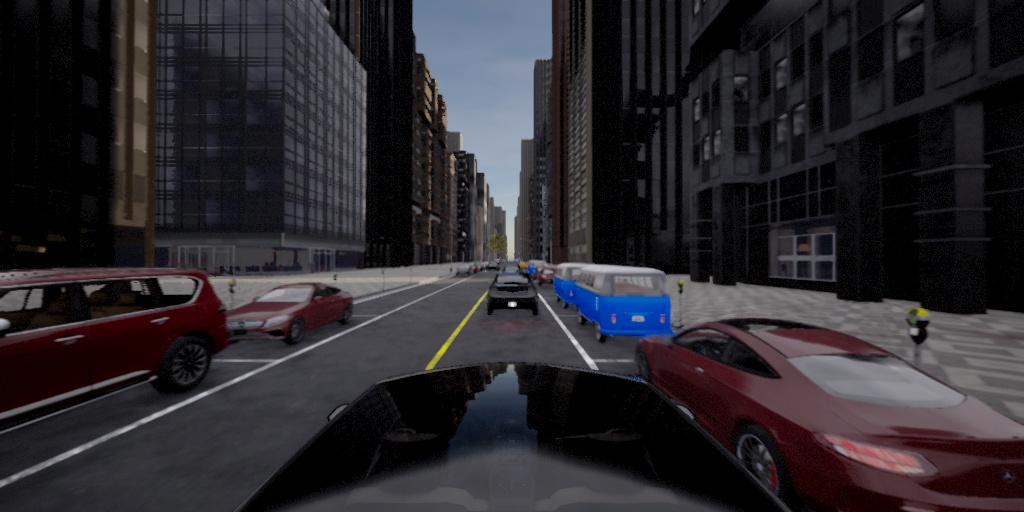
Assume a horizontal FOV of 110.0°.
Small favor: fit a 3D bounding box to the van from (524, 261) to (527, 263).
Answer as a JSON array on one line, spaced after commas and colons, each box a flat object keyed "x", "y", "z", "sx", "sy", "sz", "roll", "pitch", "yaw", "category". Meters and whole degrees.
[{"x": 2.755, "y": 1.444, "z": 43.768, "sx": 1.690, "sy": 1.789, "sz": 3.998, "roll": 0, "pitch": 0, "yaw": 0, "category": "van"}]

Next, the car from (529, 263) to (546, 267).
[{"x": 2.757, "y": 1.587, "z": 32.413, "sx": 1.802, "sy": 1.307, "sz": 4.207, "roll": 0, "pitch": 0, "yaw": 0, "category": "car"}]

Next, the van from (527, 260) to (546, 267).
[{"x": 2.756, "y": 1.395, "z": 38.090, "sx": 1.690, "sy": 1.789, "sz": 3.998, "roll": 0, "pitch": 0, "yaw": 0, "category": "van"}]

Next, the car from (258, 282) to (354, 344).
[{"x": -5.764, "y": 1.395, "z": 9.701, "sx": 1.802, "sy": 1.307, "sz": 4.207, "roll": 0, "pitch": 0, "yaw": 0, "category": "car"}]

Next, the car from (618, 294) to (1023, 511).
[{"x": 2.762, "y": 1.351, "z": 4.027, "sx": 1.802, "sy": 1.307, "sz": 4.207, "roll": 0, "pitch": 0, "yaw": 0, "category": "car"}]

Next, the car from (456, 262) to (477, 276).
[{"x": -5.770, "y": 1.653, "z": 43.764, "sx": 2.007, "sy": 1.370, "sz": 4.403, "roll": 0, "pitch": 0, "yaw": 0, "category": "car"}]

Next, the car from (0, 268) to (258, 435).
[{"x": -5.763, "y": 1.083, "z": 4.024, "sx": 2.192, "sy": 1.841, "sz": 5.009, "roll": 0, "pitch": 0, "yaw": 0, "category": "car"}]

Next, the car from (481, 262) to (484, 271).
[{"x": -5.772, "y": 1.726, "z": 54.948, "sx": 1.751, "sy": 1.417, "sz": 4.829, "roll": 0, "pitch": 0, "yaw": 0, "category": "car"}]

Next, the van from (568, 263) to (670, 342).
[{"x": 2.761, "y": 1.155, "z": 9.705, "sx": 1.690, "sy": 1.789, "sz": 3.998, "roll": 0, "pitch": 0, "yaw": 0, "category": "van"}]

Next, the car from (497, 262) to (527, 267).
[{"x": 0.037, "y": 1.484, "z": 29.296, "sx": 1.837, "sy": 1.490, "sz": 4.892, "roll": 0, "pitch": 0, "yaw": 1, "category": "car"}]

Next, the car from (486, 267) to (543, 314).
[{"x": 0.040, "y": 1.357, "z": 14.292, "sx": 1.837, "sy": 1.490, "sz": 4.892, "roll": 0, "pitch": 0, "yaw": 1, "category": "car"}]

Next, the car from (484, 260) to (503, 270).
[{"x": -3.070, "y": 1.584, "z": 58.755, "sx": 2.097, "sy": 1.767, "sz": 4.553, "roll": 0, "pitch": 0, "yaw": 0, "category": "car"}]

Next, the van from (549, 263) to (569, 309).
[{"x": 2.760, "y": 1.201, "z": 15.381, "sx": 1.690, "sy": 1.789, "sz": 3.998, "roll": 0, "pitch": 0, "yaw": 0, "category": "van"}]

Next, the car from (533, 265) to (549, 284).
[{"x": 2.758, "y": 1.538, "z": 26.735, "sx": 1.802, "sy": 1.307, "sz": 4.207, "roll": 0, "pitch": 0, "yaw": 0, "category": "car"}]

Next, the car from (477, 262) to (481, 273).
[{"x": -5.771, "y": 1.591, "z": 49.441, "sx": 1.967, "sy": 1.591, "sz": 4.097, "roll": 0, "pitch": 0, "yaw": 0, "category": "car"}]
